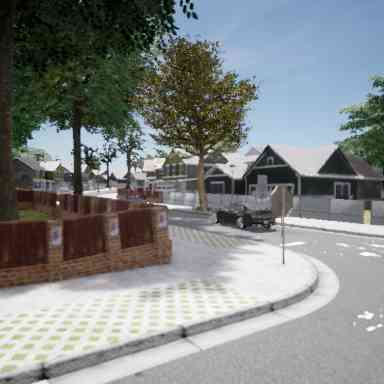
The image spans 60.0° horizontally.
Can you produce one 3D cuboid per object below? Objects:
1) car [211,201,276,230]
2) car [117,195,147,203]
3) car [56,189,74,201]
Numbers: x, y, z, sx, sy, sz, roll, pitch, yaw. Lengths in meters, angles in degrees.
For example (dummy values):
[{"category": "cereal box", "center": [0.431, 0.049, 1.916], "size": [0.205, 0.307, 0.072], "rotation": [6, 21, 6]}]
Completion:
[{"category": "car", "center": [2.827, 1.291, 19.332], "size": [1.837, 1.490, 4.892], "rotation": [-1, 1, -24]}, {"category": "car", "center": [-6.591, 1.002, 34.826], "size": [1.895, 1.301, 4.718], "rotation": [0, 1, -34]}, {"category": "car", "center": [-18.040, 0.330, 47.063], "size": [2.097, 1.767, 4.553], "rotation": [0, 1, -31]}]
